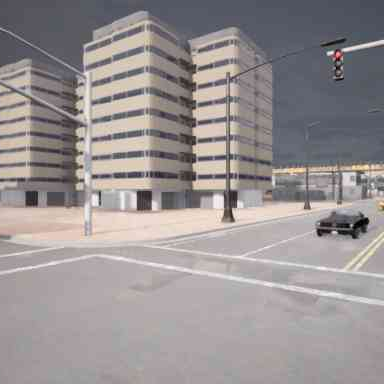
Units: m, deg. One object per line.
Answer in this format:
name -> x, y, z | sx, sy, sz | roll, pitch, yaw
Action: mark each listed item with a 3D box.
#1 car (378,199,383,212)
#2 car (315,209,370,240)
car -> 22.813, 1.475, 38.426 | 1.882, 1.535, 5.008 | 0, 0, 35
car -> 7.941, 1.602, 17.403 | 1.895, 1.301, 4.718 | 0, 0, 35
